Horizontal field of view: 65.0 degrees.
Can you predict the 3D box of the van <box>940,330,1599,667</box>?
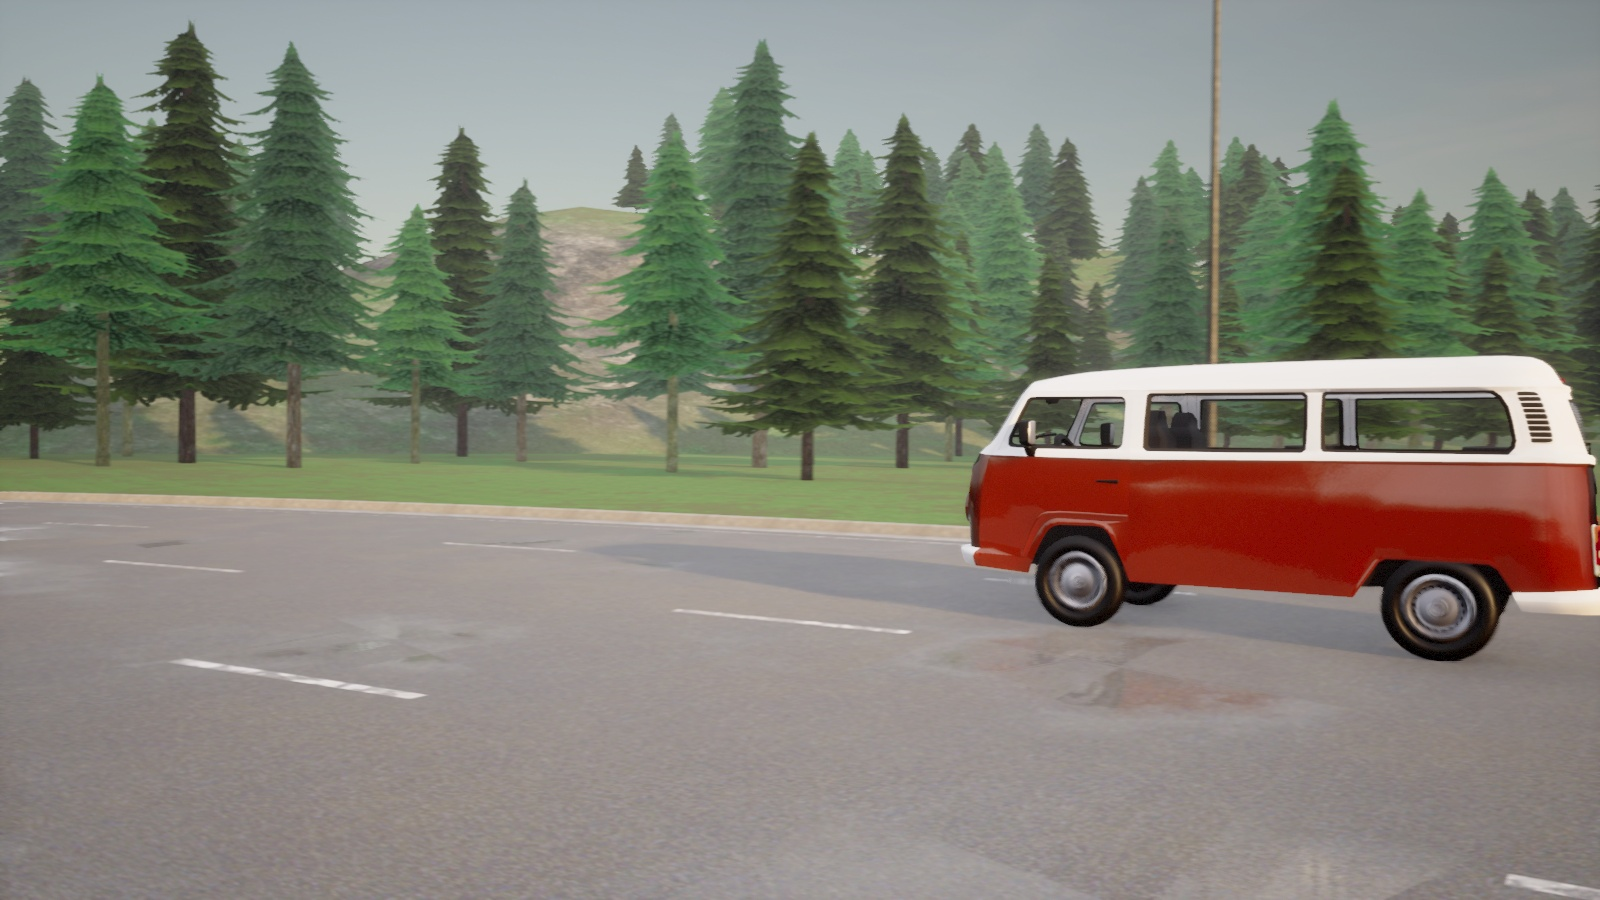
[{"bbox_3d":[3.556,0.278,9.587,4.480,2.038,2.069,0,1,32],"label":"van"}]
